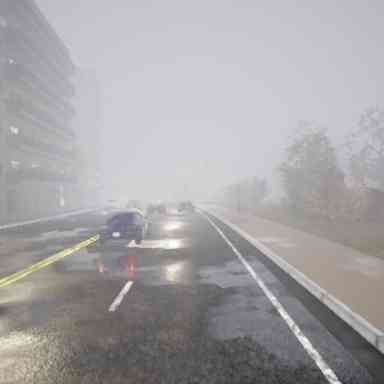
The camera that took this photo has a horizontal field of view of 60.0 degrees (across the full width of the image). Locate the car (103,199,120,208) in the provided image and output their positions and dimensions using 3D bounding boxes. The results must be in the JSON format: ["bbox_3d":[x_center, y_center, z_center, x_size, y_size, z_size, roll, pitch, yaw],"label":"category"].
[{"bbox_3d":[-11.070,1.728,46.444,1.812,1.442,4.674,0,0,-4],"label":"car"}]

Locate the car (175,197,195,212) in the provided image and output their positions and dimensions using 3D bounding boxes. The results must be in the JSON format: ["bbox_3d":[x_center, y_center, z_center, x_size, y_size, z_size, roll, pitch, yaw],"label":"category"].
[{"bbox_3d":[-0.753,1.668,40.434,1.994,1.385,4.181,0,0,-4],"label":"car"}]

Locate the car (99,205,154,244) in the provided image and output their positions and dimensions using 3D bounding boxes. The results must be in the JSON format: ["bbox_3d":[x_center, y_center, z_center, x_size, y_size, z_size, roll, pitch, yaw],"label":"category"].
[{"bbox_3d":[-3.144,1.593,16.009,1.812,1.442,4.674,0,0,-1],"label":"car"}]

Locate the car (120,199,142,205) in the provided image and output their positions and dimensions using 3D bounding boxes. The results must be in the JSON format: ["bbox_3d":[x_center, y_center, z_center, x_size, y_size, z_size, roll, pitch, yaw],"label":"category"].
[{"bbox_3d":[-7.659,1.659,43.850,2.128,1.511,4.902,0,0,-3],"label":"car"}]

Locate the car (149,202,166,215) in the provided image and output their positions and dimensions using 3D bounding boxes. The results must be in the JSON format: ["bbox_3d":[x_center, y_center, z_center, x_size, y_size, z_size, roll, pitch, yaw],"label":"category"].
[{"bbox_3d":[-3.742,1.720,35.881,1.895,1.301,4.718,0,0,-3],"label":"car"}]

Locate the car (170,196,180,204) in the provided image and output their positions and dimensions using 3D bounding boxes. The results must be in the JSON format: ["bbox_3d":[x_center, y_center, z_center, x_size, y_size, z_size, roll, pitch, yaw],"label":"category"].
[{"bbox_3d":[-3.346,1.530,68.872,2.097,1.767,4.553,0,0,-7],"label":"car"}]
